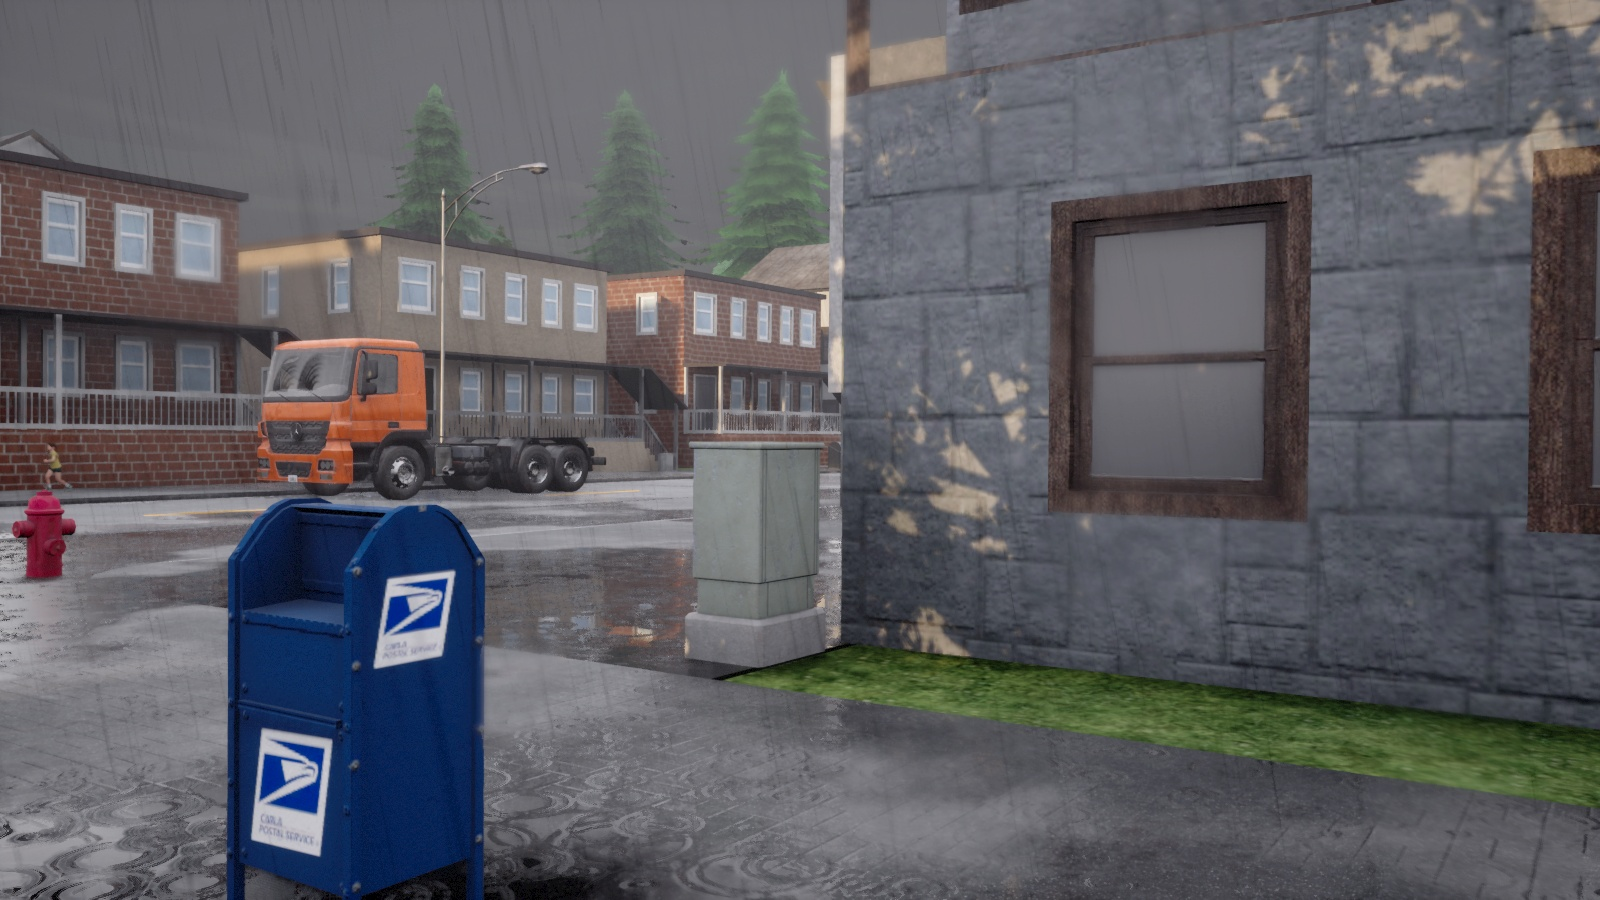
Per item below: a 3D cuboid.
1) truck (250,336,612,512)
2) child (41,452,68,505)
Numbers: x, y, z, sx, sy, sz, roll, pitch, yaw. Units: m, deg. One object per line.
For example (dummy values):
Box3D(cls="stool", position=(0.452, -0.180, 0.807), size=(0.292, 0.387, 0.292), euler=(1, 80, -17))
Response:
Box3D(cls="truck", position=(-8.083, -0.570, 28.753), size=(2.891, 3.462, 7.936), euler=(0, 1, 33))
Box3D(cls="child", position=(-15.794, 0.601, 26.601), size=(0.255, 1.110, 0.394), euler=(0, 1, 27))
